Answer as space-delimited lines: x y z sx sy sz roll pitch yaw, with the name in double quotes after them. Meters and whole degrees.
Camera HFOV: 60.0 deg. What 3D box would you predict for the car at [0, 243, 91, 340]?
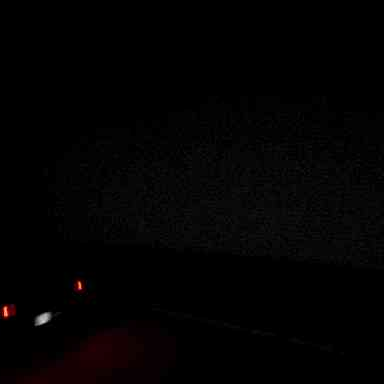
-4.200 1.588 5.867 4.718 1.301 1.895 0 0 25 "car"
